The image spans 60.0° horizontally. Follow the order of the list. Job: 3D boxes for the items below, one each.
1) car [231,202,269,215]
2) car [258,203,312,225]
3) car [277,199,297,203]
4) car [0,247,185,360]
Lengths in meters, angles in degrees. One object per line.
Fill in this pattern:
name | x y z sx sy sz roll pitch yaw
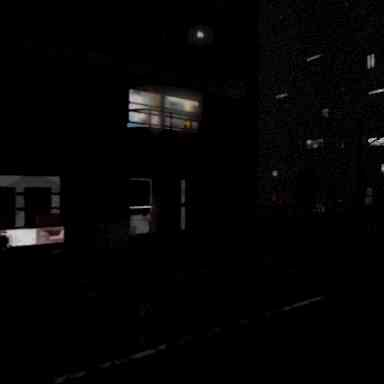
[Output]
car | 7.016 2.018 40.531 1.887 1.381 4.507 -2 0 -36
car | 7.056 1.813 26.274 1.752 1.417 4.829 -1 0 -36
car | 10.338 1.686 35.950 2.192 1.841 5.009 -2 0 -36
car | -2.059 1.581 5.155 4.206 1.307 1.802 0 0 -35
